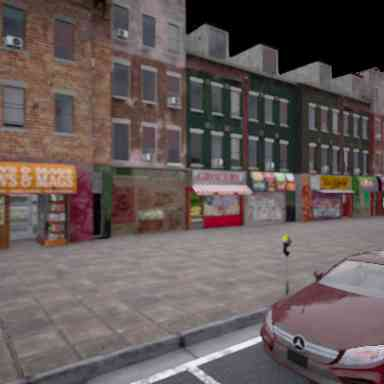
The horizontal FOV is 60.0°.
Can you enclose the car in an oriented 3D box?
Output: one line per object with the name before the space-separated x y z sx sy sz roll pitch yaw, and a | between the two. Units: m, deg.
car | 2.858 1.578 4.849 4.206 1.307 1.802 0 0 -35
